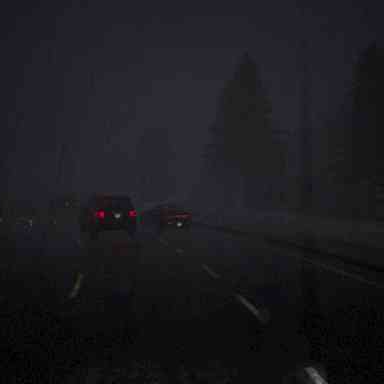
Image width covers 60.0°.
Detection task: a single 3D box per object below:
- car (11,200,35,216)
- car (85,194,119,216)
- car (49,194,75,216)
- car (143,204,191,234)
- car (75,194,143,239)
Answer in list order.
[{"bbox_3d":[-16.257,1.424,31.971,1.994,1.385,4.181,0,0,-29],"label":"car"},{"bbox_3d":[-9.350,1.241,34.132,2.150,2.045,5.566,0,0,-29],"label":"car"},{"bbox_3d":[-13.028,1.265,33.561,2.150,2.045,5.566,0,0,-29],"label":"car"},{"bbox_3d":[-1.672,1.479,19.476,2.128,1.511,4.902,0,0,-25],"label":"car"},{"bbox_3d":[-4.599,1.226,17.748,2.150,2.045,5.566,0,-1,-26],"label":"car"}]
